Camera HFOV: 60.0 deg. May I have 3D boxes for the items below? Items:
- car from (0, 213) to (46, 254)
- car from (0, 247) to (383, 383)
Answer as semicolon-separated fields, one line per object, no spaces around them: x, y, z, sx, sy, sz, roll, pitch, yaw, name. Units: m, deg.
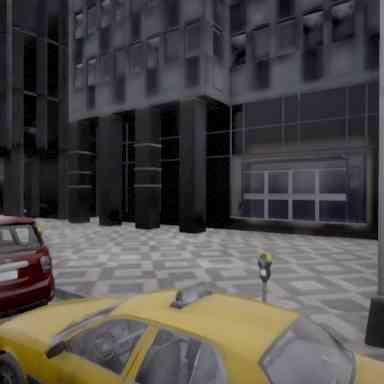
-4.634;1.313;6.265;5.009;1.841;2.192;0;0;36;car
-0.211;1.523;3.112;4.829;1.417;1.752;0;0;36;car
